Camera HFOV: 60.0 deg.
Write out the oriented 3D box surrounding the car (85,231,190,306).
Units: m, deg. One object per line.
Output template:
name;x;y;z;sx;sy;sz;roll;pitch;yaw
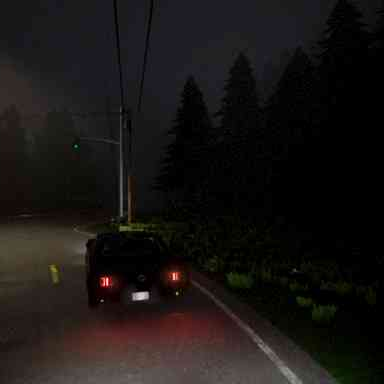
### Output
car;-1.615;1.601;8.148;1.895;1.301;4.718;0;0;-18
